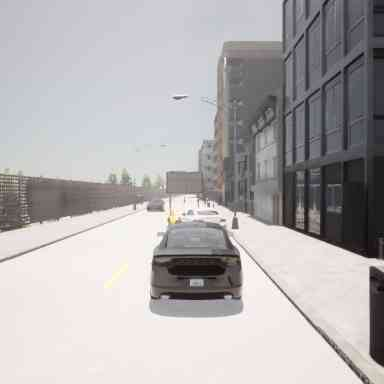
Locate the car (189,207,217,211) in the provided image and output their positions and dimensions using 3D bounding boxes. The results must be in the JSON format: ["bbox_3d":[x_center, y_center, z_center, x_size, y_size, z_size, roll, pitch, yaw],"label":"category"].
[{"bbox_3d":[0.528,1.538,17.795,1.812,1.442,4.674,0,-1,-11],"label":"car"}]

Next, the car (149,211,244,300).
[{"bbox_3d":[0.087,1.478,8.447,1.882,1.535,5.008,0,0,0],"label":"car"}]

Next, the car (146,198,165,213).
[{"bbox_3d":[-4.053,1.505,37.606,1.837,1.490,4.892,0,0,0],"label":"car"}]

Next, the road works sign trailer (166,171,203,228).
[{"bbox_3d":[-0.511,0.464,21.272,2.380,3.560,2.880,0,0,-16],"label":"road works sign trailer"}]
